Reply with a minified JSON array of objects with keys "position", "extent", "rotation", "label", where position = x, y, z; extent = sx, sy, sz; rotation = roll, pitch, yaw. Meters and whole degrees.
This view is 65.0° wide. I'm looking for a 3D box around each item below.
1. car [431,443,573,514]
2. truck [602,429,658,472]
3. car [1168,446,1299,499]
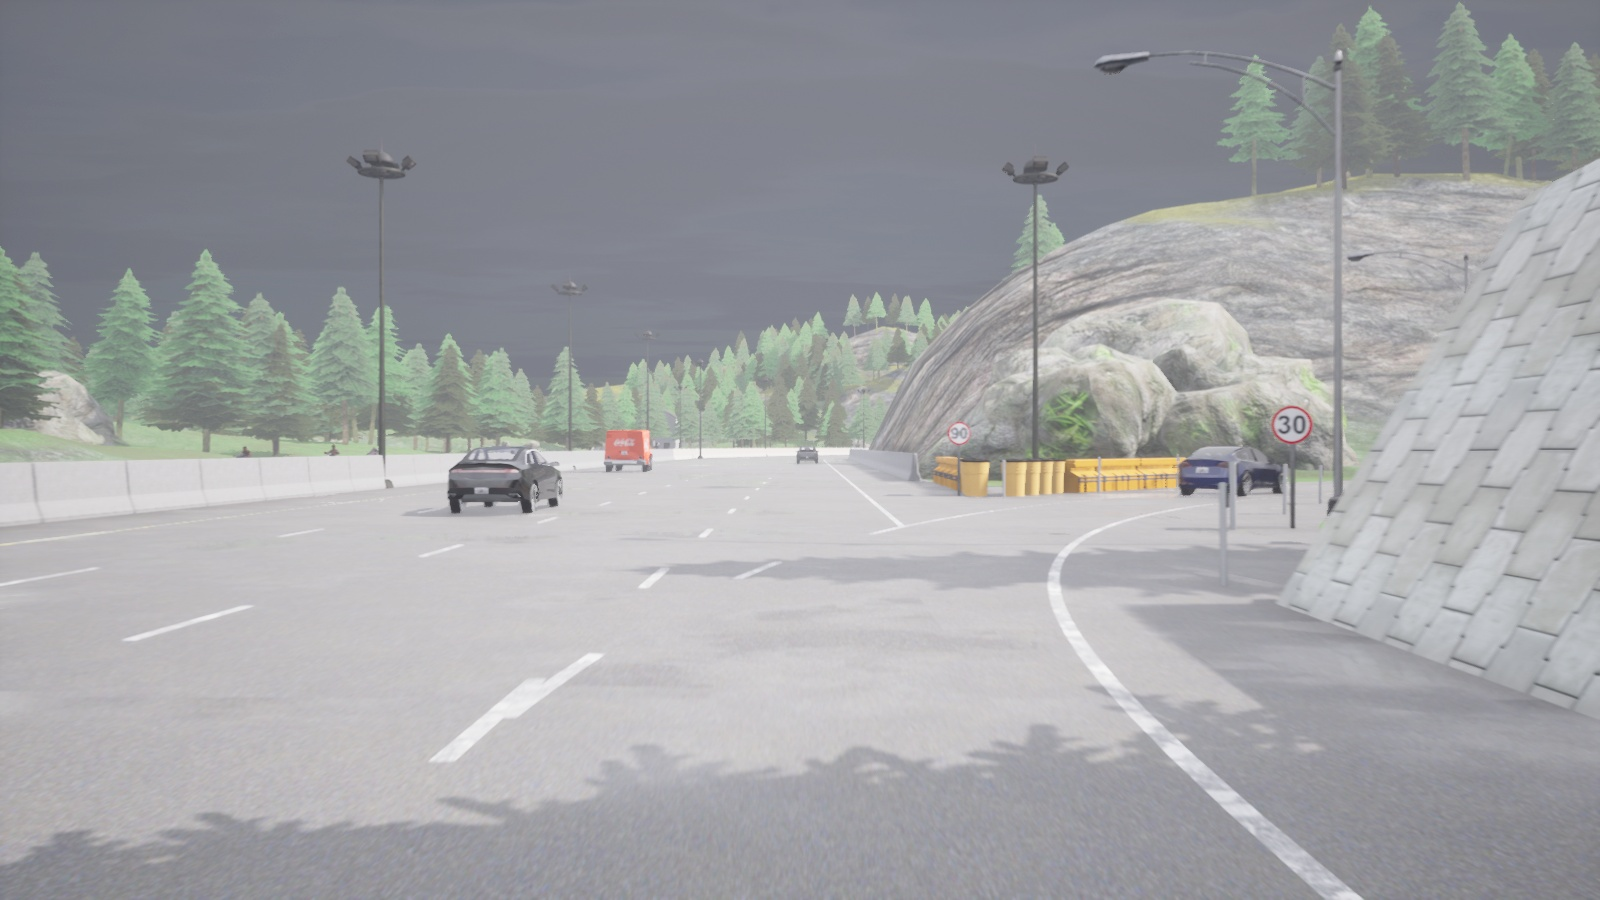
[{"position":[-6.817,0.603,29.284],"extent":[2.128,1.511,4.902],"rotation":[0,0,0],"label":"car"},{"position":[-10.055,0.012,74.735],"extent":[2.627,2.467,5.204],"rotation":[0,0,0],"label":"truck"},{"position":[13.246,0.634,38.164],"extent":[2.163,1.488,4.792],"rotation":[0,0,40],"label":"car"}]
